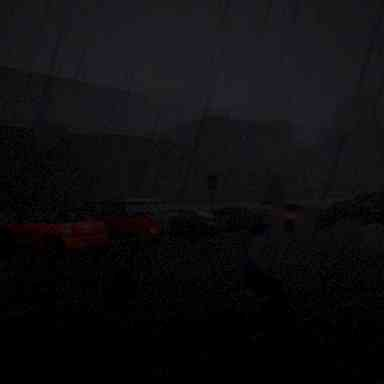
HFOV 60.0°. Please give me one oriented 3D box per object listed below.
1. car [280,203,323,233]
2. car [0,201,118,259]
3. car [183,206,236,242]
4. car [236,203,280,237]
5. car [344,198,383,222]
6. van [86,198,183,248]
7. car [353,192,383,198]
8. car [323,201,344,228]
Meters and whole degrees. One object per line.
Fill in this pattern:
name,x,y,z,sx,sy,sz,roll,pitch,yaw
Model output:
car,4.501,1.447,19.609,5.366,1.575,1.946,-1,-1,35
car,-5.357,1.369,12.762,4.553,1.767,2.185,-1,-1,34
car,-0.516,1.523,16.239,4.674,1.452,2.002,-1,0,35
car,1.886,1.503,17.989,4.792,1.488,2.163,-1,0,35
car,11.639,1.411,24.901,4.674,1.452,2.002,-1,0,35
van,-2.847,1.266,14.456,4.442,1.987,1.878,-1,-1,35
car,14.036,1.087,26.650,5.566,2.045,2.435,-1,0,35
car,6.801,1.460,21.425,4.792,1.488,2.163,-1,-1,35
